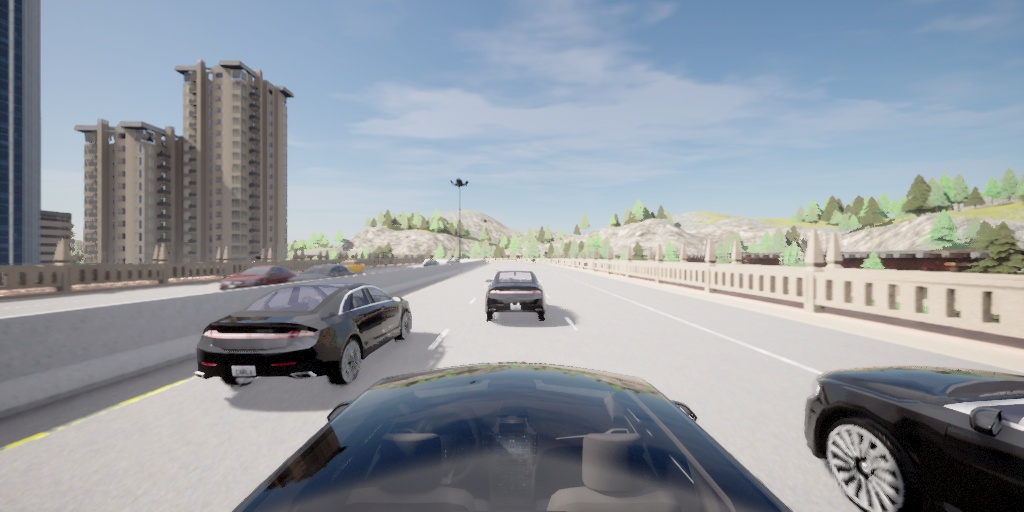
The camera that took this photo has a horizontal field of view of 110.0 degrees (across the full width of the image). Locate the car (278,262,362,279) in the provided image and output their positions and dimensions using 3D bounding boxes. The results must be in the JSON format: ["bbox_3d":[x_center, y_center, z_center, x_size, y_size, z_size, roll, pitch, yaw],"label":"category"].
[{"bbox_3d":[-10.593,1.257,20.246,1.837,1.490,4.892,0,0,0],"label":"car"}]

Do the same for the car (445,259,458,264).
[{"bbox_3d":[-10.505,1.282,63.058,2.128,1.511,4.902,0,0,1],"label":"car"}]

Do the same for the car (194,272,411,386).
[{"bbox_3d":[-3.397,1.242,6.962,2.128,1.511,4.902,0,0,0],"label":"car"}]

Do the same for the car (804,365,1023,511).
[{"bbox_3d":[3.605,1.242,1.296,2.128,1.511,4.902,0,0,0],"label":"car"}]

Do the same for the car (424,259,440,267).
[{"bbox_3d":[-14.002,1.351,62.913,1.994,1.385,4.181,0,0,1],"label":"car"}]

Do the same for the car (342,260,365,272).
[{"bbox_3d":[-17.576,1.233,38.653,1.882,1.535,5.008,0,0,0],"label":"car"}]

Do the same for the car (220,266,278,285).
[{"bbox_3d":[-14.092,1.277,20.355,1.812,1.442,4.674,0,0,0],"label":"car"}]

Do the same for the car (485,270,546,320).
[{"bbox_3d":[0.103,1.243,12.567,2.128,1.511,4.902,0,0,0],"label":"car"}]
